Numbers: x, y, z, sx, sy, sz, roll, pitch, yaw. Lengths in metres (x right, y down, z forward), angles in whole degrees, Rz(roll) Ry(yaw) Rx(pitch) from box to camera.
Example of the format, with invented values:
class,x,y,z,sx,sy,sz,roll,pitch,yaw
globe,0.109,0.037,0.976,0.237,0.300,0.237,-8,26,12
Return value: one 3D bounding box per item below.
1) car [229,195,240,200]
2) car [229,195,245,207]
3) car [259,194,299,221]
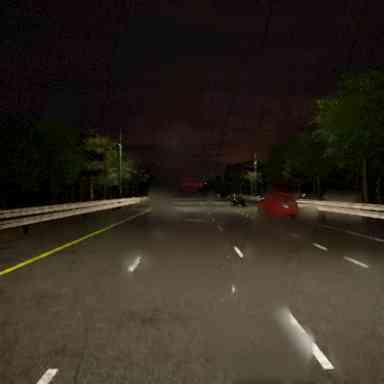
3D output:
class,x,y,z,sx,sy,sz,roll,pitch,yaw
car,11.686,1.537,91.412,1.895,1.301,4.718,0,0,21
car,6.995,1.519,51.057,1.837,1.490,4.892,0,0,0
car,6.997,1.207,27.338,2.150,2.045,5.566,0,0,0
